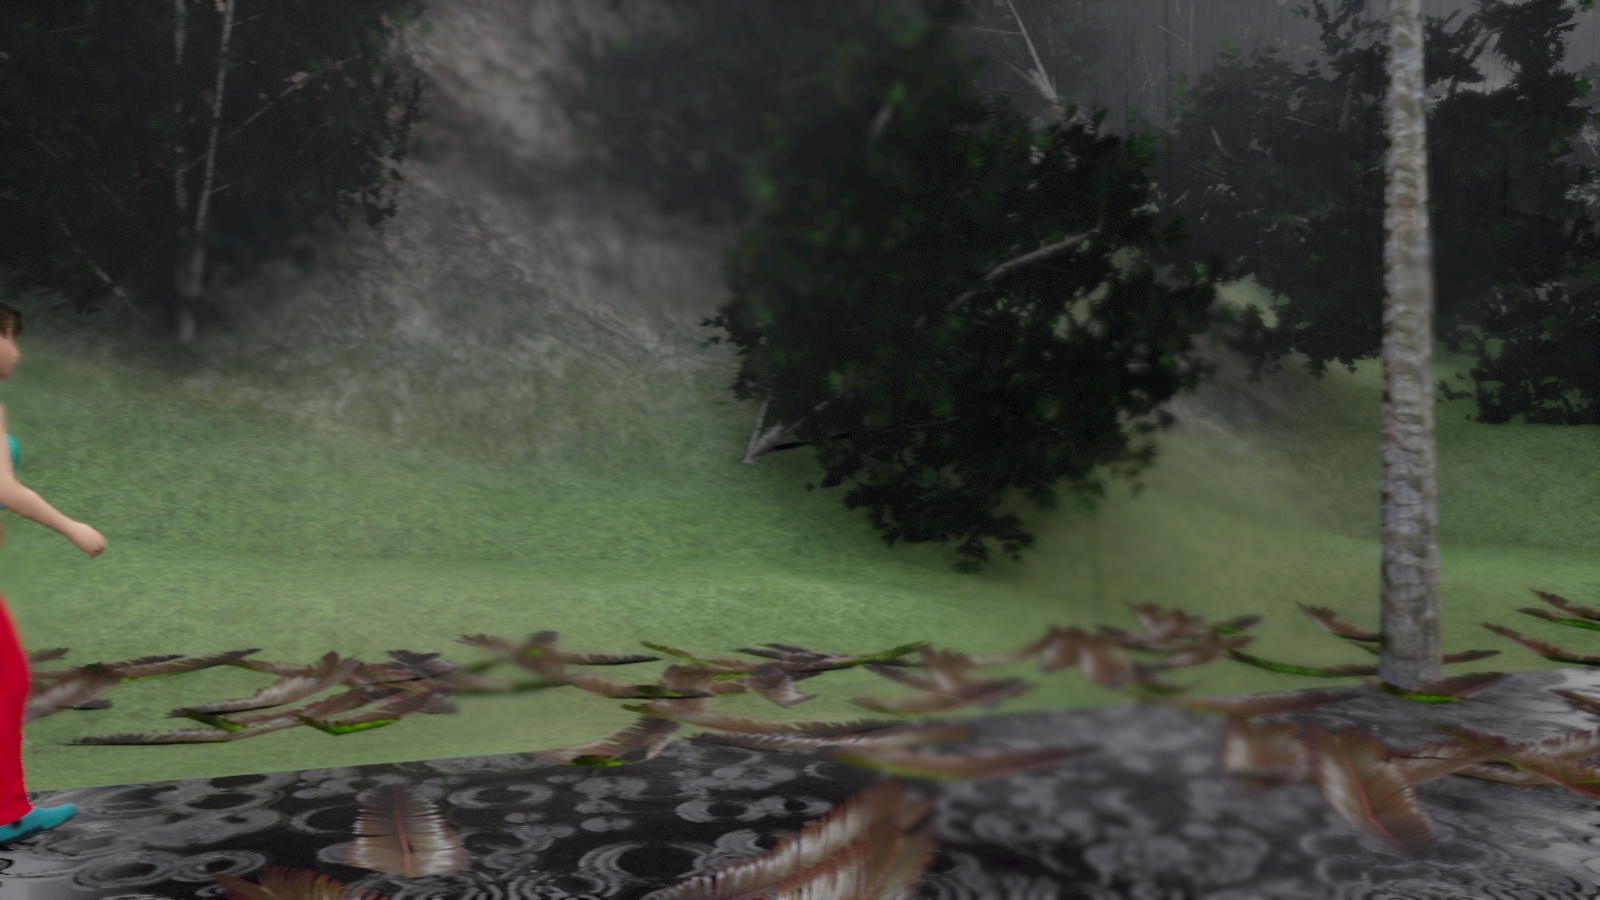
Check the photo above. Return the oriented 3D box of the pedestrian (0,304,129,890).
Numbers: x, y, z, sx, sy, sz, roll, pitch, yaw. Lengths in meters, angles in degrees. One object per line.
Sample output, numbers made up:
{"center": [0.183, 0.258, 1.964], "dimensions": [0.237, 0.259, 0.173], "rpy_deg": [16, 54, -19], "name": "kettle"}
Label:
{"center": [-2.588, 0.460, 4.100], "dimensions": [0.345, 1.836, 0.594], "rpy_deg": [0, 1, 44], "name": "pedestrian"}
